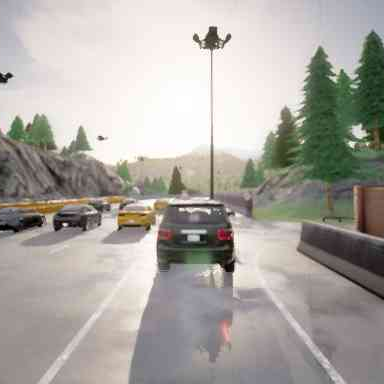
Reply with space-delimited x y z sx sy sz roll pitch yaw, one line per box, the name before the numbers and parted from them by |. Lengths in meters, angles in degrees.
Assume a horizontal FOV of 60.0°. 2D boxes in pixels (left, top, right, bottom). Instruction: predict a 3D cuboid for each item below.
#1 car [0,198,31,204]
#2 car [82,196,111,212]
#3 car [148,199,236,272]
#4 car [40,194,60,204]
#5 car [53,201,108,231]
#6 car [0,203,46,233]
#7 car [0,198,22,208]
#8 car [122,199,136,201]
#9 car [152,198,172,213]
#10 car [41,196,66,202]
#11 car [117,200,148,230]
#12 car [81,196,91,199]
car | -21.123 1.522 40.013 2.128 1.511 4.902 0 0 0
car | -10.415 1.532 37.244 1.837 1.490 4.892 0 0 0
car | 0.259 1.231 10.972 2.150 2.045 5.566 0 0 5
car | -28.316 1.397 66.591 2.097 1.767 4.553 0 0 -1
car | -6.905 1.520 20.523 1.837 1.490 4.892 0 0 0
car | -10.406 1.578 19.764 1.994 1.385 4.181 0 0 0
car | -28.180 1.584 50.455 2.033 1.411 5.357 0 0 0
car | -6.915 1.532 37.215 1.837 1.490 4.892 0 0 0
car | -3.421 1.506 38.722 1.882 1.535 5.008 0 0 0
car | -21.132 1.637 51.113 1.895 1.301 4.718 0 0 -1
car | -3.406 1.493 21.175 1.882 1.535 5.008 0 0 0
car | -21.319 1.527 67.868 2.128 1.511 4.902 0 0 -1
